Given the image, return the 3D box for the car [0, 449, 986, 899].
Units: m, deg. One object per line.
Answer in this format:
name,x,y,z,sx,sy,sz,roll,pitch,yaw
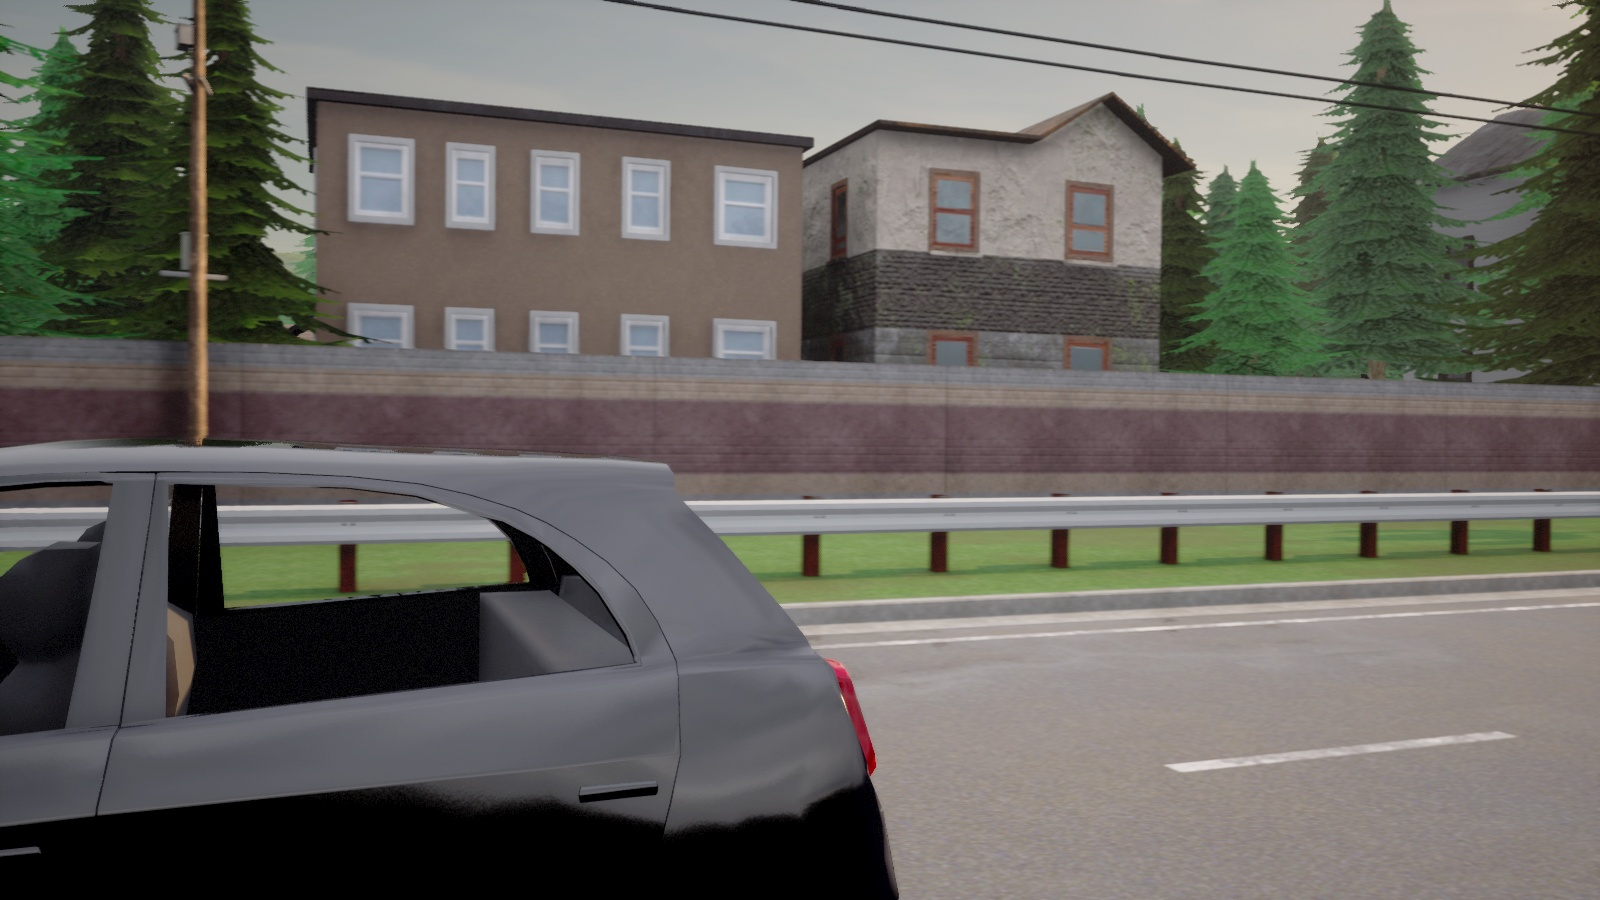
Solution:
car,-1.672,0.788,2.604,3.633,1.501,1.845,-1,1,-21
